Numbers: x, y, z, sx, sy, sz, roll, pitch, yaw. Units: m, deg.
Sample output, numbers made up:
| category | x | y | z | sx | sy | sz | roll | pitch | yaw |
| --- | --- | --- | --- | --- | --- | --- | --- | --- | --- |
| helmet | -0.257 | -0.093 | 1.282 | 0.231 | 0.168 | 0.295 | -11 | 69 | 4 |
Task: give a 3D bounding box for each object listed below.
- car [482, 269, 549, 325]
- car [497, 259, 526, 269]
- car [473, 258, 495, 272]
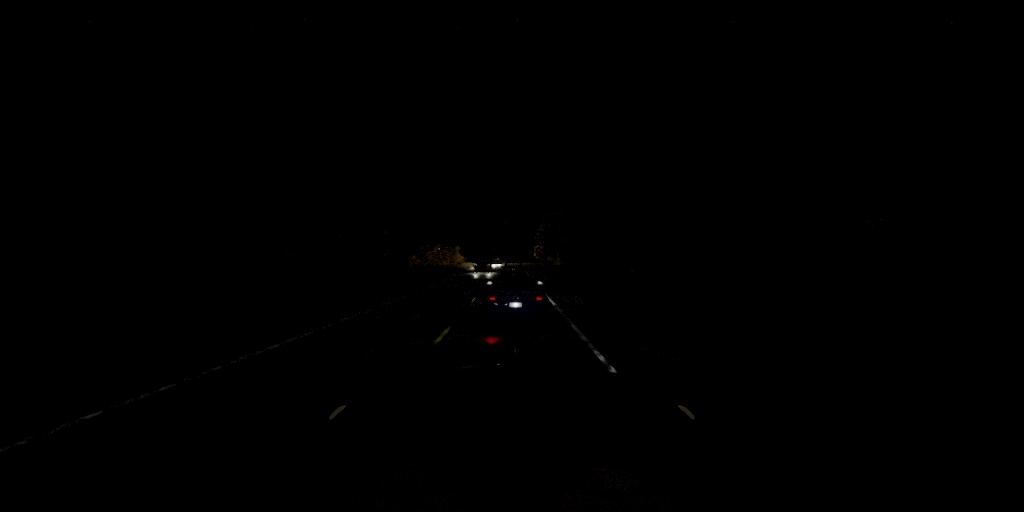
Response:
| category | x | y | z | sx | sy | sz | roll | pitch | yaw |
| --- | --- | --- | --- | --- | --- | --- | --- | --- | --- |
| car | 0.103 | 1.314 | 11.855 | 1.994 | 1.385 | 4.181 | 0 | 0 | 0 |
| car | 0.107 | 1.239 | 29.578 | 2.128 | 1.511 | 4.902 | 0 | 0 | 0 |
| car | -3.570 | 1.095 | 44.701 | 2.097 | 1.767 | 4.553 | 0 | 0 | 0 |
